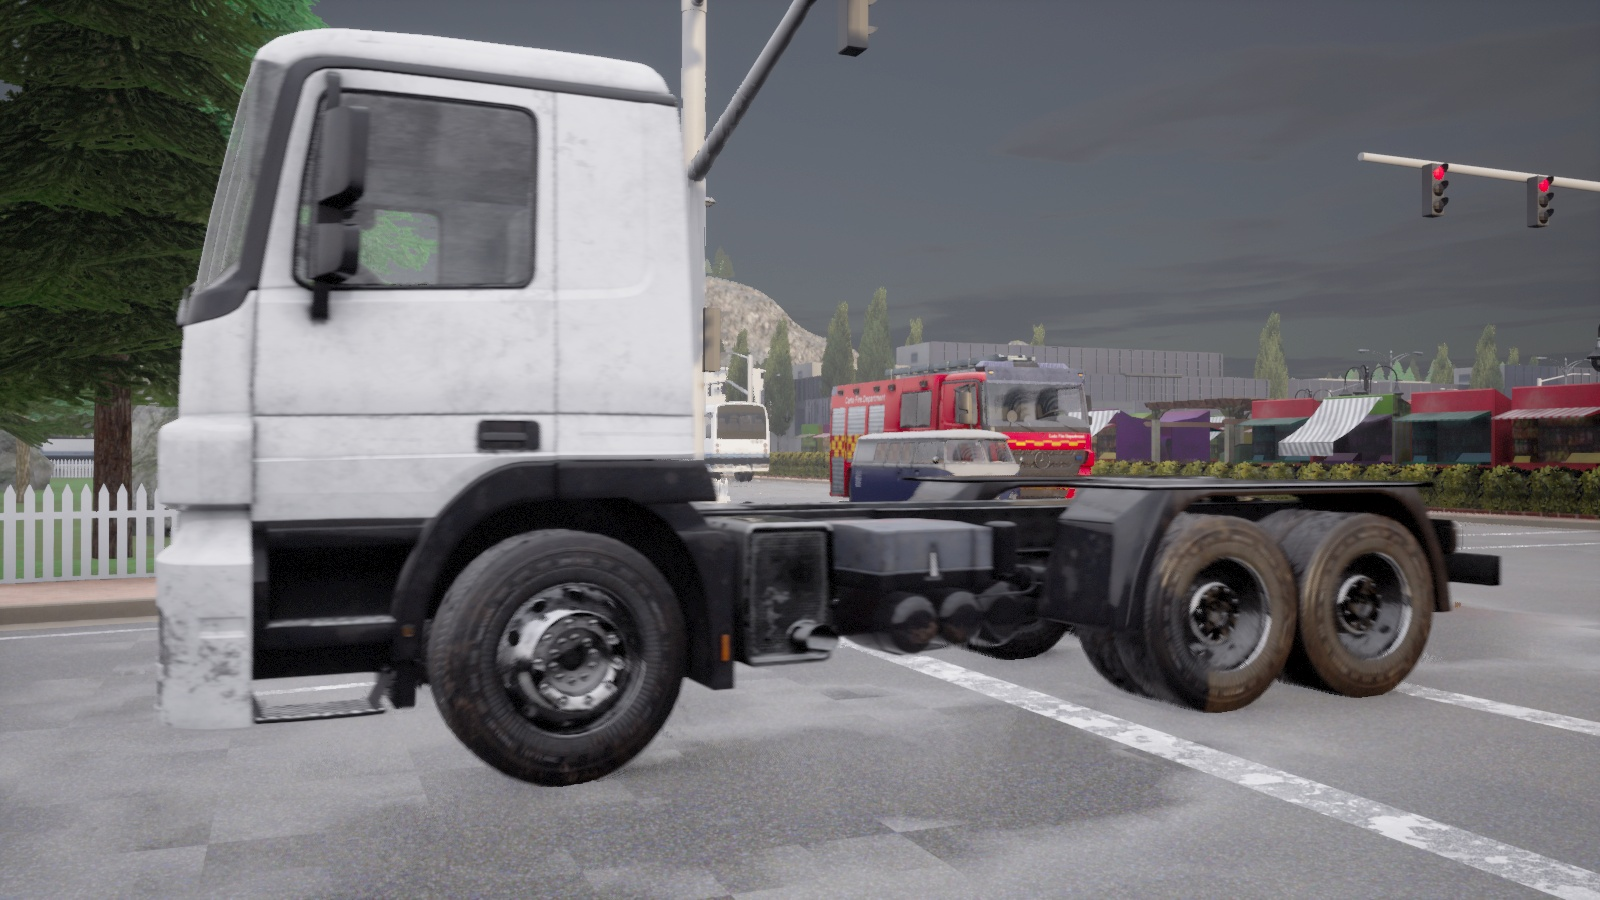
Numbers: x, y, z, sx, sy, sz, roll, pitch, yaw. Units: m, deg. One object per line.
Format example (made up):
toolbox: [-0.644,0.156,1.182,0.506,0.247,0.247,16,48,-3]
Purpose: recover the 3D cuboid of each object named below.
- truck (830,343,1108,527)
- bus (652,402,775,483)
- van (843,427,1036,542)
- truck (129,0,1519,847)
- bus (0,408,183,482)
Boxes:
truck: [3.741,-0.298,30.549,2.891,3.827,8.468,0,0,-22]
bus: [-5.085,-0.391,71.120,3.944,4.253,10.273,0,0,-22]
van: [2.553,0.607,24.141,1.775,1.987,4.442,0,0,-22]
truck: [0.438,-0.219,7.760,7.936,3.462,2.891,0,0,-25]
bus: [-42.870,-0.301,75.260,10.273,4.253,3.944,0,0,-21]
